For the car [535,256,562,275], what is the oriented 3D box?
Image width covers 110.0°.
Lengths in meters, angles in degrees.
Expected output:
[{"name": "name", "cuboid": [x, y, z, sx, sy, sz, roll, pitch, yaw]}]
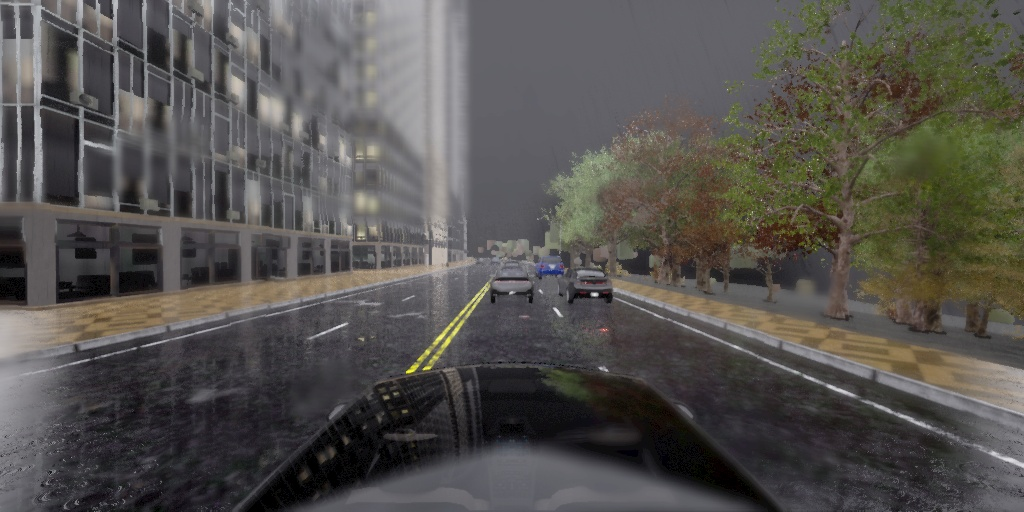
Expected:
[{"name": "car", "cuboid": [3.249, 1.001, 31.530, 2.150, 2.045, 5.566, 0, 0, 0]}]

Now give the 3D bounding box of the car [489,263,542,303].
[{"name": "car", "cuboid": [-0.001, 1.243, 16.500, 2.128, 1.511, 4.902, 0, 0, 0]}]

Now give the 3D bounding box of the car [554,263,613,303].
[{"name": "car", "cuboid": [3.249, 1.265, 16.501, 1.837, 1.490, 4.892, 0, 0, 0]}]

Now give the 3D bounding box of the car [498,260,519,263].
[{"name": "car", "cuboid": [-0.001, 1.260, 31.501, 1.837, 1.490, 4.892, 0, 0, 0]}]
